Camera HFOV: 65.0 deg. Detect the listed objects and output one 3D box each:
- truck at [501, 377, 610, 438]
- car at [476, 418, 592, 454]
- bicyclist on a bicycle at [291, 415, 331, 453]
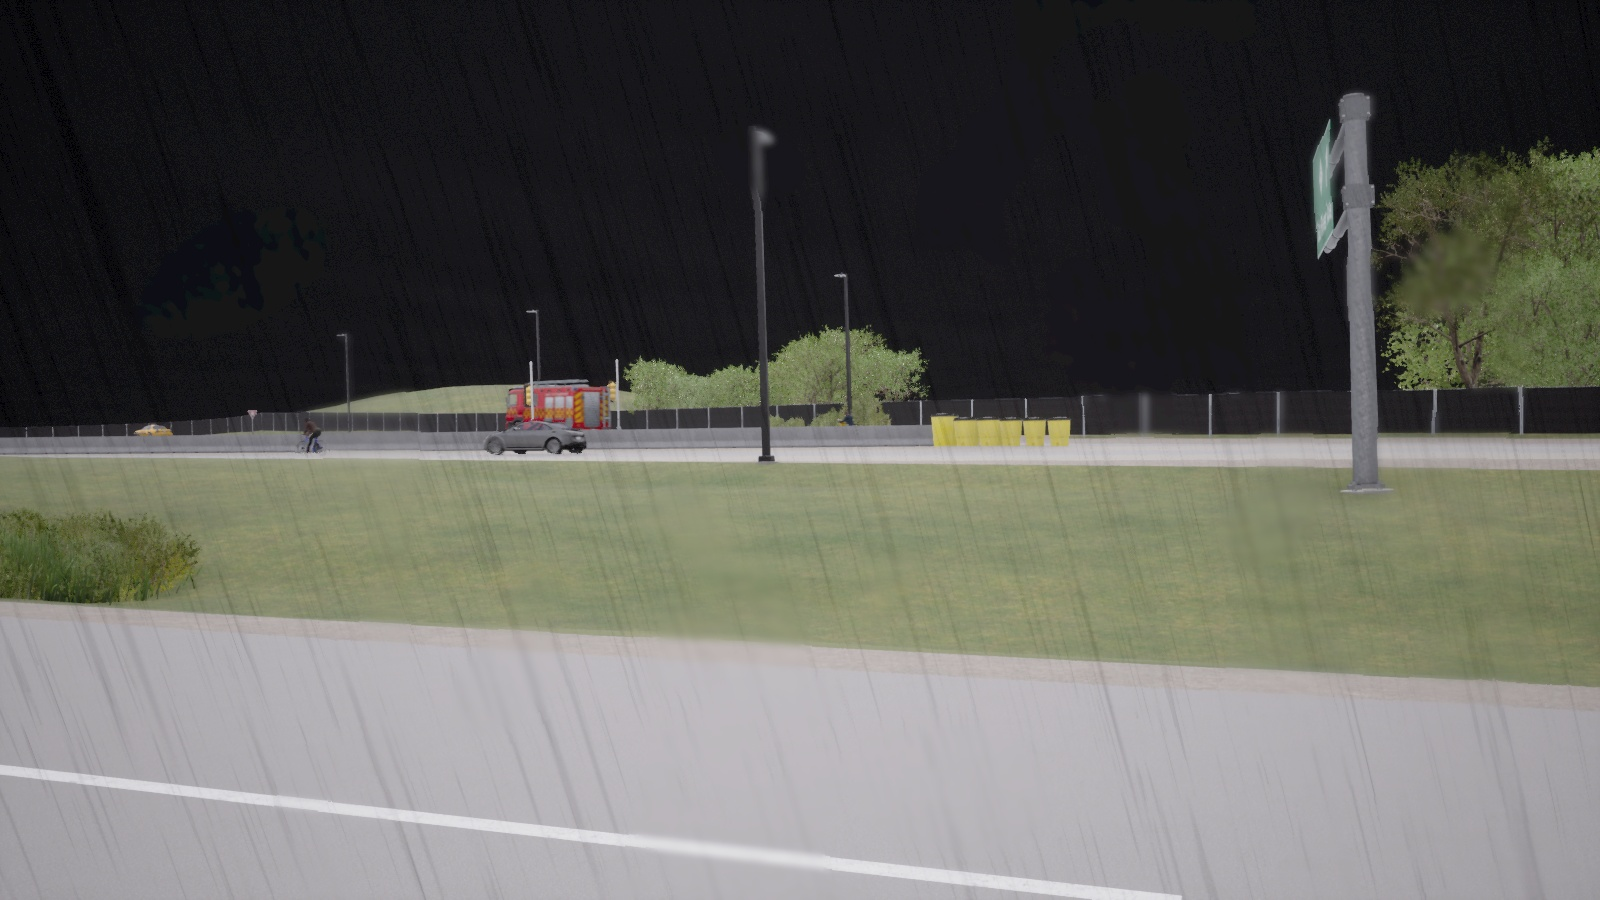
[{"bbox_3d":[-16.278,-2.753,83.060,2.891,3.827,8.468,-2,2,-44],"label":"truck"},{"bbox_3d":[-10.857,-0.571,51.286,4.181,1.385,1.994,0,1,19],"label":"car"},{"bbox_3d":[-21.409,-0.704,54.962,1.656,1.620,0.582,0,1,19],"label":"bicyclist on a bicycle"}]
